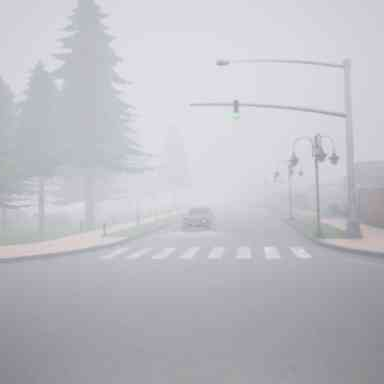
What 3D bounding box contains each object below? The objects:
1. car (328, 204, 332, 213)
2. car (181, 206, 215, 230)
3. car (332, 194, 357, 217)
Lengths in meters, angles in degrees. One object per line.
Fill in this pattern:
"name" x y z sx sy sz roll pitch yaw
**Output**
"car" 14.087 1.068 29.101 3.866 1.878 1.905 -2 -1 9
"car" 0.511 1.787 23.323 1.837 1.490 4.892 -2 0 10
"car" 14.057 1.034 26.557 4.605 1.855 1.932 -2 -1 9
